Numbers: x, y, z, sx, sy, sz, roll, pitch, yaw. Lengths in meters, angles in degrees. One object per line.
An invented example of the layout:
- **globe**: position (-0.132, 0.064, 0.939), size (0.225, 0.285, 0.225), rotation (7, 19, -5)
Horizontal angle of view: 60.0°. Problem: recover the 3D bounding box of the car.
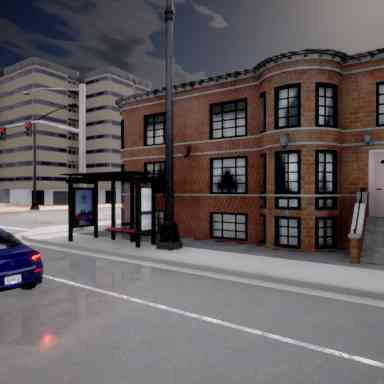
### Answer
- **car**: position (-5.289, 1.508, 7.718), size (4.674, 1.442, 1.812), rotation (0, 0, 36)
